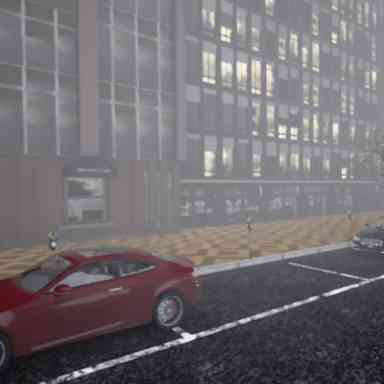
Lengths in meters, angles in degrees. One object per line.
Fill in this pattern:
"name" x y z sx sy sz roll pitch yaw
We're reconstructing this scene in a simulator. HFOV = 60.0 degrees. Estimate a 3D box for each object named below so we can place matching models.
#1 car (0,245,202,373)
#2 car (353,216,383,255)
"car" -1.760 1.574 5.315 4.206 1.307 1.802 0 0 -36
"car" 7.492 1.484 11.920 4.403 1.369 2.008 0 0 -36
